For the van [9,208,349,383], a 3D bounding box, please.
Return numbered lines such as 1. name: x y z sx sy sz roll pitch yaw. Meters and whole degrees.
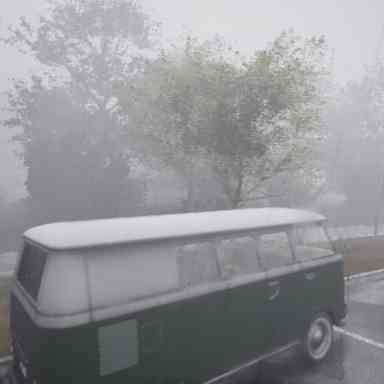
1. van: 0.242 1.250 4.252 4.442 1.987 1.878 -1 -1 -36
